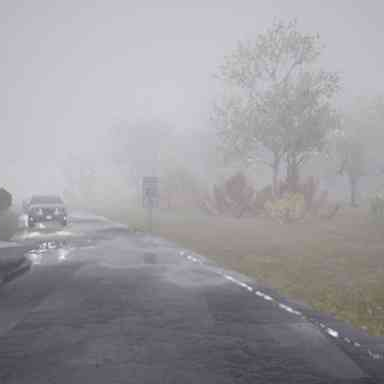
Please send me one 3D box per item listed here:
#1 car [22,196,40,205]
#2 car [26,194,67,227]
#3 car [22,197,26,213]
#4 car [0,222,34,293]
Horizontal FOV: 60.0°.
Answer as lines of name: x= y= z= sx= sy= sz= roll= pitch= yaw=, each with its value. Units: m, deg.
car: x=-26.946 y=1.360 z=55.525 sx=1.994 sy=1.385 sz=4.181 roll=0 pitch=0 yaw=-37
car: x=-9.642 y=1.150 z=22.044 sx=2.150 sy=2.045 sz=5.566 roll=0 pitch=0 yaw=-26
car: x=-16.917 y=1.365 z=35.479 sx=2.128 sy=1.511 sz=4.902 roll=0 pitch=0 yaw=-31
car: x=-5.311 y=1.519 z=5.793 sx=2.033 sy=1.411 sz=5.357 roll=0 pitch=0 yaw=15
